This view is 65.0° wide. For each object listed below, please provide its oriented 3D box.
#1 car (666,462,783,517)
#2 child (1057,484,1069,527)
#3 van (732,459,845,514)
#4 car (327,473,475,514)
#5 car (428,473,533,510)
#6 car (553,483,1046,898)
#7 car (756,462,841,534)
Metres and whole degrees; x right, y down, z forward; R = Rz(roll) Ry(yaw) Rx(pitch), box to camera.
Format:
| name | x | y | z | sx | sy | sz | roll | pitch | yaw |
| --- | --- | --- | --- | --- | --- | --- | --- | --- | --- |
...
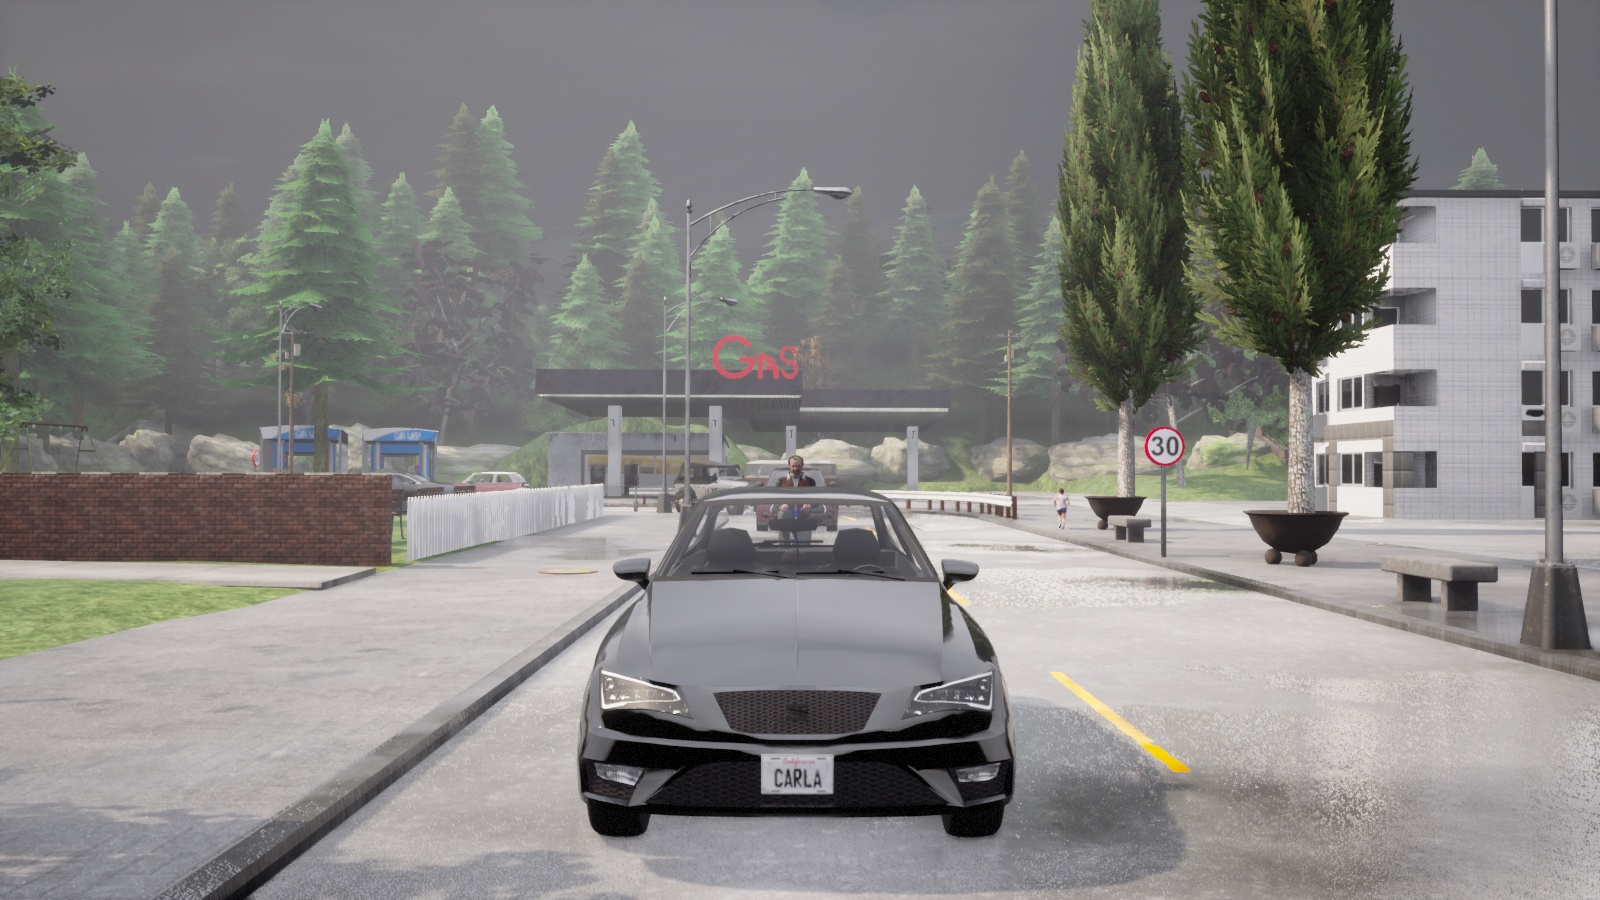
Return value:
| name | x | y | z | sx | sy | sz | roll | pitch | yaw |
| --- | --- | --- | --- | --- | --- | --- | --- | --- | --- |
| car | -2.720 | 1.373 | 44.794 | 3.866 | 1.878 | 1.905 | -1 | -1 | 38 |
| child | 6.713 | 1.415 | 32.107 | 0.255 | 1.110 | 0.394 | -1 | -1 | 18 |
| van | -0.506 | 1.380 | 48.252 | 1.775 | 1.987 | 4.442 | 1 | -2 | -44 |
| car | -14.946 | 1.623 | 47.281 | 4.902 | 1.511 | 2.128 | 0 | -1 | 0 |
| car | -13.008 | 1.691 | 51.276 | 3.806 | 1.475 | 1.970 | 0 | -1 | 1 |
| car | -0.018 | 0.941 | 6.736 | 1.816 | 1.474 | 4.193 | 0 | -1 | 0 |
| car | -0.087 | 1.234 | 33.484 | 2.097 | 1.767 | 4.553 | 0 | -1 | -1 |
